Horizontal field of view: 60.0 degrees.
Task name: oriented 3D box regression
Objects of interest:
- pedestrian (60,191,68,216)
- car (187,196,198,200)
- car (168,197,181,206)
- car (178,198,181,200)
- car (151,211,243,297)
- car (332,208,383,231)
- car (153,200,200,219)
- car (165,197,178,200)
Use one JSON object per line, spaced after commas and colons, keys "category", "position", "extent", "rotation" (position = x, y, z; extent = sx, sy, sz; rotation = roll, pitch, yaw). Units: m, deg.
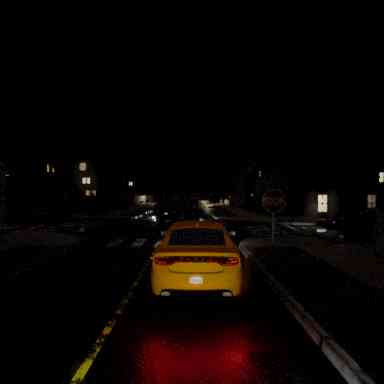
{"category": "pedestrian", "position": [-9.686, 0.861, 25.119], "extent": [0.375, 1.860, 0.375], "rotation": [0, 0, 1]}
{"category": "car", "position": [0.090, 1.452, 58.685], "extent": [1.882, 1.535, 5.008], "rotation": [0, 0, 0]}
{"category": "car", "position": [-2.845, 1.504, 54.470], "extent": [1.812, 1.442, 4.674], "rotation": [0, 0, 0]}
{"category": "car", "position": [-2.851, 1.477, 44.388], "extent": [2.128, 1.511, 4.902], "rotation": [0, 0, 0]}
{"category": "car", "position": [0.151, 1.475, 8.606], "extent": [1.882, 1.535, 5.008], "rotation": [0, 0, 2]}
{"category": "car", "position": [11.667, 1.761, 21.861], "extent": [4.674, 1.442, 1.812], "rotation": [1, 1, 0]}
{"category": "car", "position": [-0.887, 1.508, 24.928], "extent": [1.994, 1.385, 4.181], "rotation": [1, 0, 28]}
{"category": "car", "position": [-2.861, 1.538, 34.403], "extent": [2.033, 1.411, 5.357], "rotation": [0, 0, 0]}
